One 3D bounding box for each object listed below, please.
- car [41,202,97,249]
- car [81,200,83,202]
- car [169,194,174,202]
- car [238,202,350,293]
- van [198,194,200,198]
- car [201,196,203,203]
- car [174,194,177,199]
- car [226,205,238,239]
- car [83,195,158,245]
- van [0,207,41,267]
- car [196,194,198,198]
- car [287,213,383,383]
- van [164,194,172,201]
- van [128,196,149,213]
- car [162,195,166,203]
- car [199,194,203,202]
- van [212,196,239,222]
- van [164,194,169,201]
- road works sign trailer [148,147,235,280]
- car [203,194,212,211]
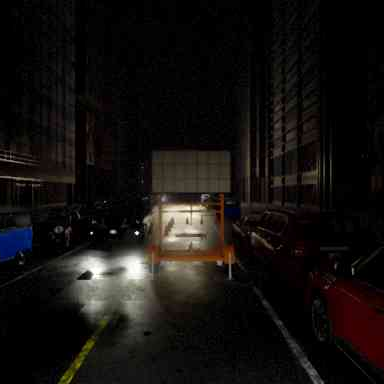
[{"bbox_3d":[-5.790,1.436,14.338,1.967,1.590,4.097,0,0,0],"label":"car"},{"bbox_3d":[-5.801,1.309,19.948,2.192,1.841,5.009,0,0,0],"label":"car"},{"bbox_3d":[-5.909,1.430,76.043,1.967,1.590,4.097,0,0,0],"label":"car"},{"bbox_3d":[2.746,1.312,8.758,2.192,1.841,5.009,0,0,0],"label":"car"},{"bbox_3d":[2.637,1.331,64.849,1.690,1.788,3.998,0,0,0],"label":"van"},{"bbox_3d":[2.670,1.535,48.021,1.887,1.381,4.507,0,0,0],"label":"car"},{"bbox_3d":[-5.942,1.521,92.701,1.752,1.417,4.829,0,0,0],"label":"car"},{"bbox_3d":[2.735,1.521,14.537,1.752,1.417,4.829,0,0,0],"label":"car"},{"bbox_3d":[-3.132,1.217,15.949,2.150,2.045,5.566,0,0,0],"label":"car"},{"bbox_3d":[-5.779,1.338,8.729,1.690,1.788,3.998,0,0,0],"label":"van"},{"bbox_3d":[2.616,1.556,76.067,1.947,1.339,4.313,0,0,0],"label":"car"},{"bbox_3d":[2.757,1.314,3.148,2.192,1.841,5.009,0,0,0],"label":"car"},{"bbox_3d":[-5.920,1.332,81.652,1.690,1.788,3.998,0,0,0],"label":"van"},{"bbox_3d":[-5.833,1.332,36.776,1.690,1.788,3.998,0,0,0],"label":"van"},{"bbox_3d":[-5.866,1.541,53.604,2.008,1.369,4.403,0,0,0],"label":"car"},{"bbox_3d":[2.659,1.430,53.630,1.967,1.590,4.097,0,0,0],"label":"car"},{"bbox_3d":[2.714,1.334,25.585,1.690,1.788,3.998,0,0,0],"label":"van"},{"bbox_3d":[-5.888,1.331,64.824,1.690,1.788,3.998,0,0,0],"label":"van"},{"bbox_3d":[-0.019,0.461,9.922,2.380,3.560,2.880,0,0,0],"label":"road works sign trailer"},{"bbox_3d":[2.692,1.306,36.803,2.192,1.841,5.009,0,0,0],"label":"car"}]
